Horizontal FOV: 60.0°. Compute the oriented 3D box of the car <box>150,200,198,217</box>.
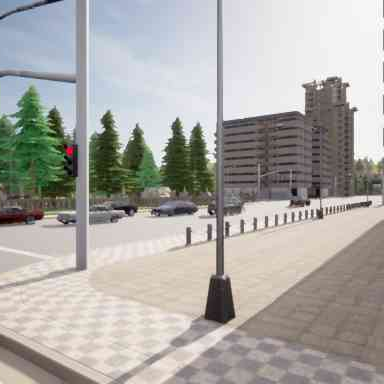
[{"bbox_3d":[-1.558,1.547,31.595,2.033,1.411,5.357,0,0,36],"label":"car"}]

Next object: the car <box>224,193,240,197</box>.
[{"bbox_3d":[4.246,1.352,39.734,2.097,1.767,4.553,0,0,36],"label":"car"}]

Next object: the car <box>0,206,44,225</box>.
[{"bbox_3d":[-12.580,1.601,22.230,1.895,1.301,4.718,0,0,37],"label":"car"}]

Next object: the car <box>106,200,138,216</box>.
[{"bbox_3d":[-7.099,1.478,29.852,1.882,1.535,5.008,0,0,36],"label":"car"}]

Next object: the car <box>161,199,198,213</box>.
[{"bbox_3d":[-1.356,1.564,37.924,1.994,1.385,4.181,0,0,35],"label":"car"}]

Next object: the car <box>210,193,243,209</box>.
[{"bbox_3d":[4.891,1.221,46.629,2.150,2.045,5.566,0,0,36],"label":"car"}]

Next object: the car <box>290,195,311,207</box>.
[{"bbox_3d":[16.533,1.352,50.651,2.097,1.767,4.553,0,0,35],"label":"car"}]

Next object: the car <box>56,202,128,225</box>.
[{"bbox_3d":[-7.156,1.601,23.734,1.895,1.301,4.718,0,0,35],"label":"car"}]

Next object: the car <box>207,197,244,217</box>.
[{"bbox_3d":[3.334,1.505,32.096,1.837,1.490,4.892,0,0,35],"label":"car"}]
